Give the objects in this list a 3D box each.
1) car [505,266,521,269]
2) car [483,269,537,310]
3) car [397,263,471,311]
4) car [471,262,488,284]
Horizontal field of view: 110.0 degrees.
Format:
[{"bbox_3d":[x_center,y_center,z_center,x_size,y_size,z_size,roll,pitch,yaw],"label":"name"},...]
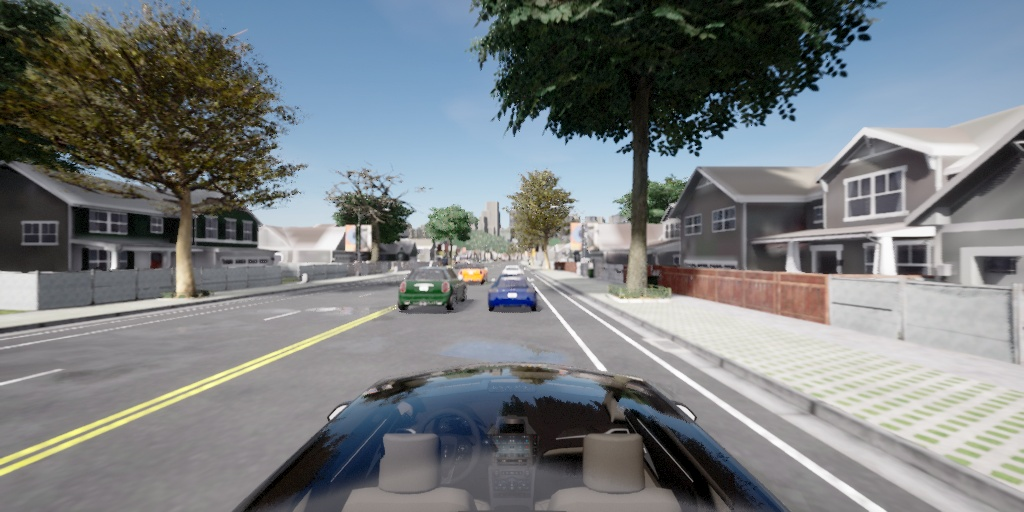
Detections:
[{"bbox_3d":[0.053,1.562,30.740,1.812,1.442,4.674,0,0,1],"label":"car"},{"bbox_3d":[0.036,1.450,15.413,1.994,1.385,4.181,0,0,1],"label":"car"},{"bbox_3d":[-3.214,1.235,15.267,2.097,1.767,4.553,0,-1,1],"label":"car"},{"bbox_3d":[-3.200,1.383,30.267,2.097,1.767,4.553,0,-1,1],"label":"car"}]
